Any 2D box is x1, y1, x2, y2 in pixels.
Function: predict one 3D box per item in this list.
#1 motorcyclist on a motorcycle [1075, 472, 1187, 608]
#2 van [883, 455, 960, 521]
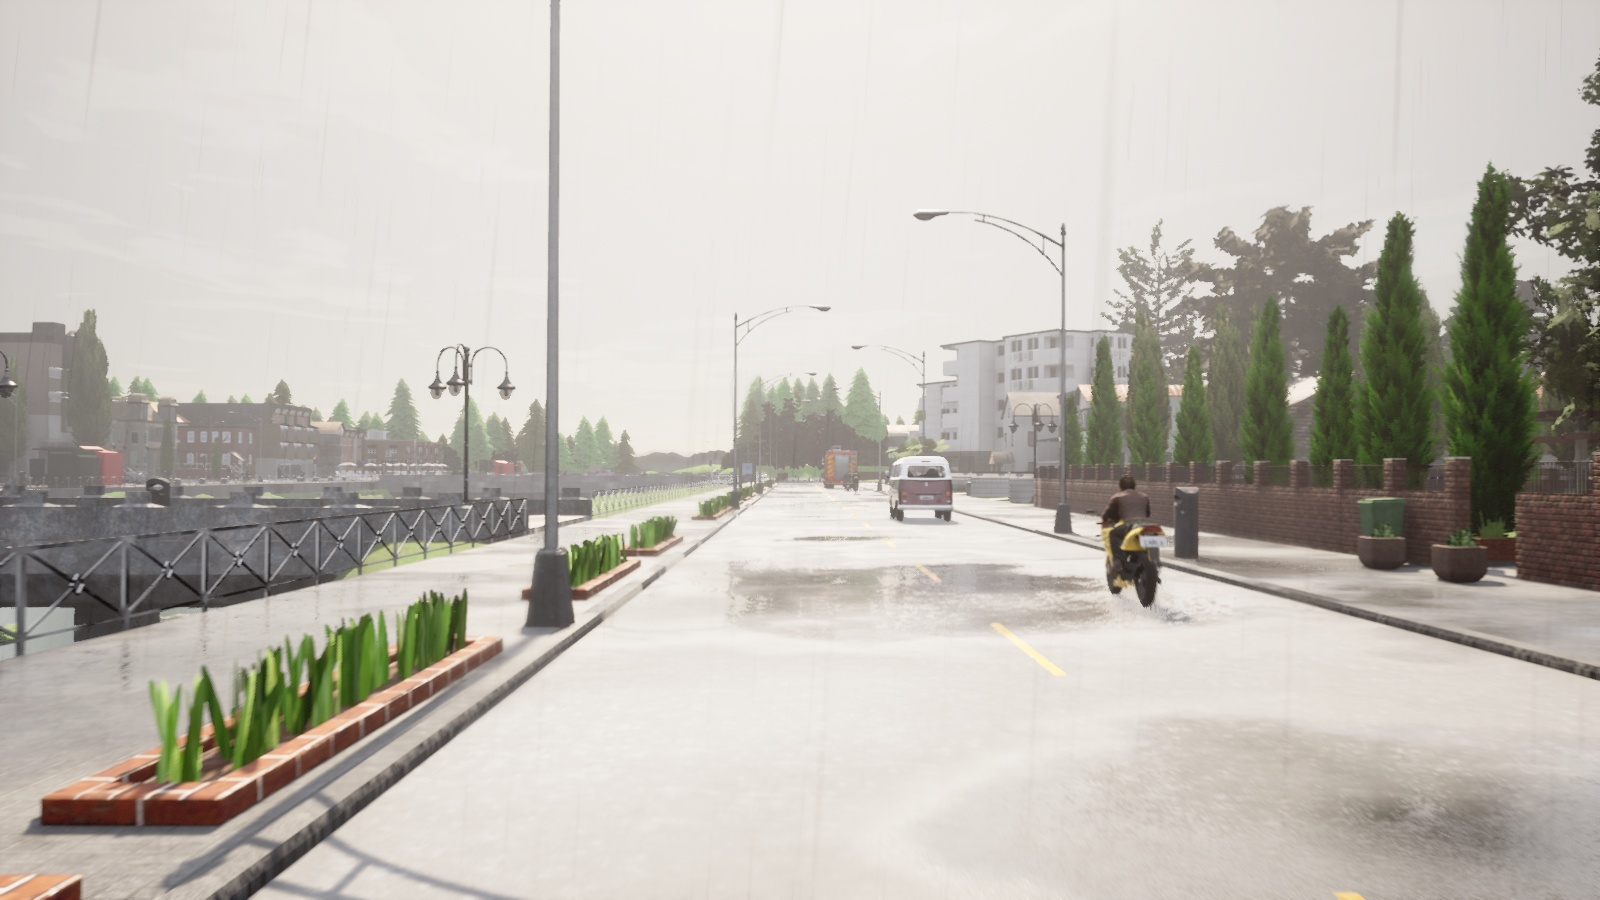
[{"bbox_3d":[3.964,1.035,15.202,0.797,1.523,2.044,0,-1,0],"label":"motorcyclist on a motorcycle"},{"bbox_3d":[3.903,1.209,41.001,2.069,2.038,4.480,0,-1,0],"label":"van"}]
